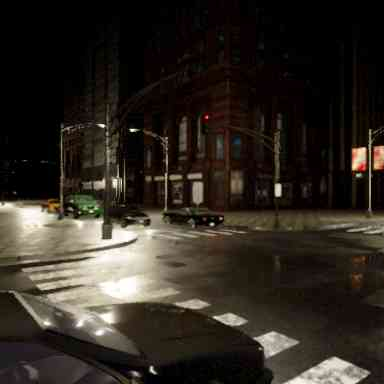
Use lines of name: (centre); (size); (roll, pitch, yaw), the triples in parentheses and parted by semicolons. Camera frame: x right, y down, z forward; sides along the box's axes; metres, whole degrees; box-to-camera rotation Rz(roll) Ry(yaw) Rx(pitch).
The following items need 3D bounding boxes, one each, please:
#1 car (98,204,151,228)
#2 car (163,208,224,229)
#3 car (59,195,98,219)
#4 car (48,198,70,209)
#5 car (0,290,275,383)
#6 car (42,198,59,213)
car: (-4.518, 1.588, 22.726); (1.812, 1.442, 4.674); (1, -1, -36)
car: (-0.069, 1.684, 22.179); (1.895, 1.301, 4.718); (1, -1, -36)
car: (-10.201, 1.318, 30.661); (2.150, 2.045, 5.566); (1, -1, -36)
car: (-19.861, 1.676, 49.621); (1.882, 1.535, 5.008); (1, -1, -36)
car: (-1.739, 1.544, 2.364); (5.357, 1.411, 2.033); (0, 0, -39)
car: (-16.291, 1.611, 39.162); (1.882, 1.535, 5.008); (1, -1, -35)
